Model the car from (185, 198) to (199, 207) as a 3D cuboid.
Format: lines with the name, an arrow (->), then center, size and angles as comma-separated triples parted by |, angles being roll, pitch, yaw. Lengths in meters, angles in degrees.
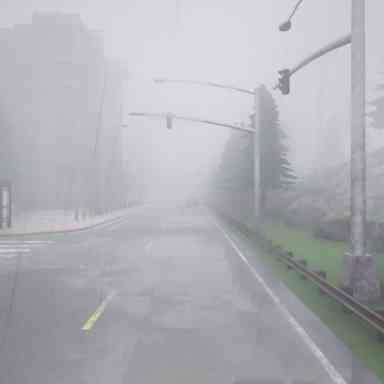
car -> 0.019, 1.563, 50.591 | 1.994, 1.385, 4.181 | 0, 0, 0
